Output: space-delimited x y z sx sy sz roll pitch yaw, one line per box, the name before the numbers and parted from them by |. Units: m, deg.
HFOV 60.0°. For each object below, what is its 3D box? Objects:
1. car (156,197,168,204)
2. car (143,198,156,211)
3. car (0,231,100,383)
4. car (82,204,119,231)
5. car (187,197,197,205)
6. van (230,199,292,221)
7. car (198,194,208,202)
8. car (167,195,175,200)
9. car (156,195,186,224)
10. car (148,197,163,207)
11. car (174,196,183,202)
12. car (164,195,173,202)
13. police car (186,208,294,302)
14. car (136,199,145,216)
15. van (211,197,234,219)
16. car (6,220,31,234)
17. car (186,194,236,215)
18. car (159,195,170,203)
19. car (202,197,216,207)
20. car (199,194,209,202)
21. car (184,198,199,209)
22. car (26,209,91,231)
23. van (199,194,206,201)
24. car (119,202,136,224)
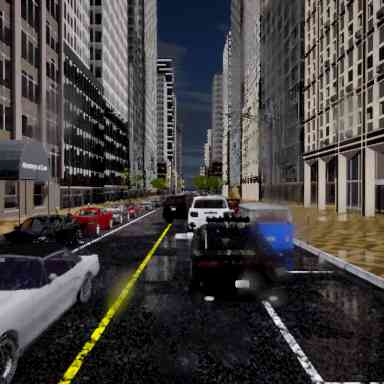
car | -5.738 1.616 64.184 1.802 1.307 4.206 -1 0 0
car | -5.724 1.574 41.449 2.008 1.369 4.403 -1 0 0
car | -3.002 1.604 5.270 1.895 1.301 4.718 0 0 0
car | -5.710 1.555 18.715 1.887 1.381 4.507 -1 0 0
car | -0.037 1.558 59.392 1.812 1.442 4.674 0 0 0
van | 2.672 1.348 13.036 1.690 1.788 3.998 -1 0 0
car | 2.630 1.357 81.241 2.192 1.841 5.009 -1 0 0
car | -5.755 1.613 92.602 1.947 1.339 4.313 -1 0 0
car | -0.159 1.234 24.765 2.150 2.045 5.566 -1 0 24
car | -5.731 1.580 52.816 2.008 1.369 4.403 -1 0 0
car | -3.047 1.566 77.422 1.812 1.442 4.674 0 0 0
car | -5.748 1.568 81.065 1.752 1.417 4.829 -1 0 0
police car | 0.893 1.430 8.491 1.930 1.638 5.238 0 0 0
car | -5.717 1.599 30.082 1.802 1.307 4.206 -1 0 0
van | 2.661 1.358 30.087 1.690 1.788 3.998 -1 0 0
car | -5.704 1.555 7.347 2.008 1.369 4.403 -1 0 0
car | 0.888 1.235 18.412 2.150 2.045 5.566 0 0 0
car | -5.742 1.477 69.867 1.967 1.590 4.097 -1 0 0
car | 2.650 1.580 52.821 2.008 1.369 4.403 -1 0 0
car | 2.634 1.355 75.556 2.192 1.841 5.009 -1 0 0
car | -0.016 1.589 45.663 1.994 1.385 4.181 0 0 1
car | -5.707 1.573 13.031 1.947 1.339 4.313 -1 0 0
van | 2.627 1.386 86.924 1.690 1.788 3.998 -1 0 0
car | -5.715 1.564 24.398 2.008 1.369 4.403 -1 0 0
